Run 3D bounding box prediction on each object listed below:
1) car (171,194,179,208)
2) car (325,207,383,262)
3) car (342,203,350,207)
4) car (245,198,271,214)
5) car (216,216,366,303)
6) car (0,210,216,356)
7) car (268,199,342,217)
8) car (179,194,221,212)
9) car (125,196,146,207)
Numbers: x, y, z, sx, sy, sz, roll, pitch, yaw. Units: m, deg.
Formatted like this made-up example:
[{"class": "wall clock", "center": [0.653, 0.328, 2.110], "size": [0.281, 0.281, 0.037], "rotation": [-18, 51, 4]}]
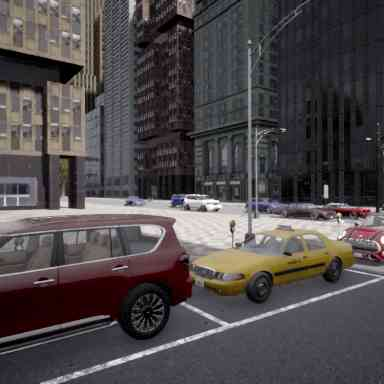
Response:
[{"class": "car", "center": [-0.998, 1.343, 48.853], "size": [2.150, 2.045, 5.566], "rotation": [0, 0, -35]}, {"class": "car", "center": [6.795, 1.439, 11.540], "size": [4.097, 1.590, 1.967], "rotation": [0, 0, -36]}, {"class": "car", "center": [13.106, 1.648, 29.154], "size": [1.895, 1.301, 4.718], "rotation": [0, 0, -36]}, {"class": "car", "center": [7.971, 1.425, 36.328], "size": [2.097, 1.767, 4.553], "rotation": [0, 0, -36]}, {"class": "car", "center": [2.105, 1.525, 8.174], "size": [4.829, 1.417, 1.752], "rotation": [0, 0, -36]}, {"class": "car", "center": [-2.309, 1.315, 5.008], "size": [5.009, 1.841, 2.192], "rotation": [0, 0, -36]}, {"class": "car", "center": [9.538, 1.613, 28.553], "size": [2.033, 1.411, 5.357], "rotation": [0, 0, -36]}, {"class": "car", "center": [1.159, 1.330, 40.246], "size": [2.150, 2.045, 5.566], "rotation": [0, 0, -36]}, {"class": "car", "center": [-9.350, 1.511, 55.048], "size": [2.097, 1.767, 4.553], "rotation": [0, 0, -35]}]
